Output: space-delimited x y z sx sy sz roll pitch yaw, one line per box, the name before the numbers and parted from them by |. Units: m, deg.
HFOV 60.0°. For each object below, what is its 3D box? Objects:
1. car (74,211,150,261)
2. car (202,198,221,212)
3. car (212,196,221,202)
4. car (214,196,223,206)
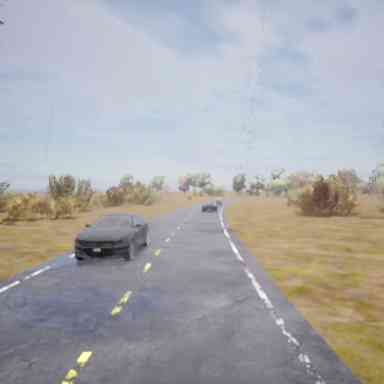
car | -2.859 1.539 12.785 1.882 1.535 5.008 0 0 2
car | 2.397 1.830 43.388 1.895 1.301 4.718 0 0 6
car | 6.748 1.963 90.506 1.882 1.535 5.008 0 0 12
car | 4.641 1.875 61.389 2.033 1.411 5.357 0 0 8
